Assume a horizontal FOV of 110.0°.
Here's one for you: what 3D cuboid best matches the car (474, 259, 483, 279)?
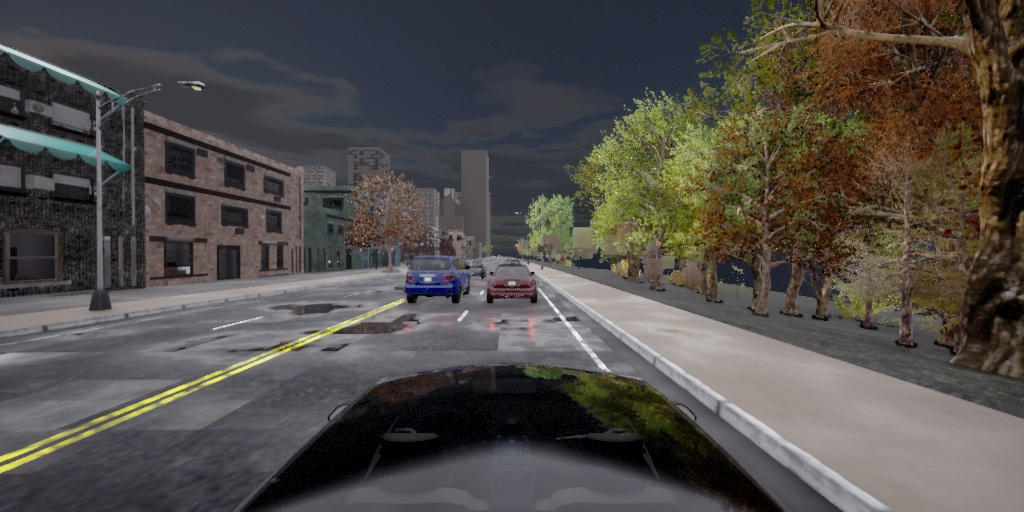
[{"bbox_3d":[-3.249,1.237,31.501,2.128,1.511,4.902,0,0,0],"label":"car"}]

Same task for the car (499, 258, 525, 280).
[{"bbox_3d":[0.000,1.108,31.471,2.097,1.767,4.553,0,0,0],"label":"car"}]

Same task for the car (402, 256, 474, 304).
[{"bbox_3d":[-3.250,1.002,16.530,2.150,2.045,5.566,0,0,0],"label":"car"}]

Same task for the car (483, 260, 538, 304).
[{"bbox_3d":[0.000,1.110,16.471,2.097,1.767,4.553,0,0,0],"label":"car"}]
